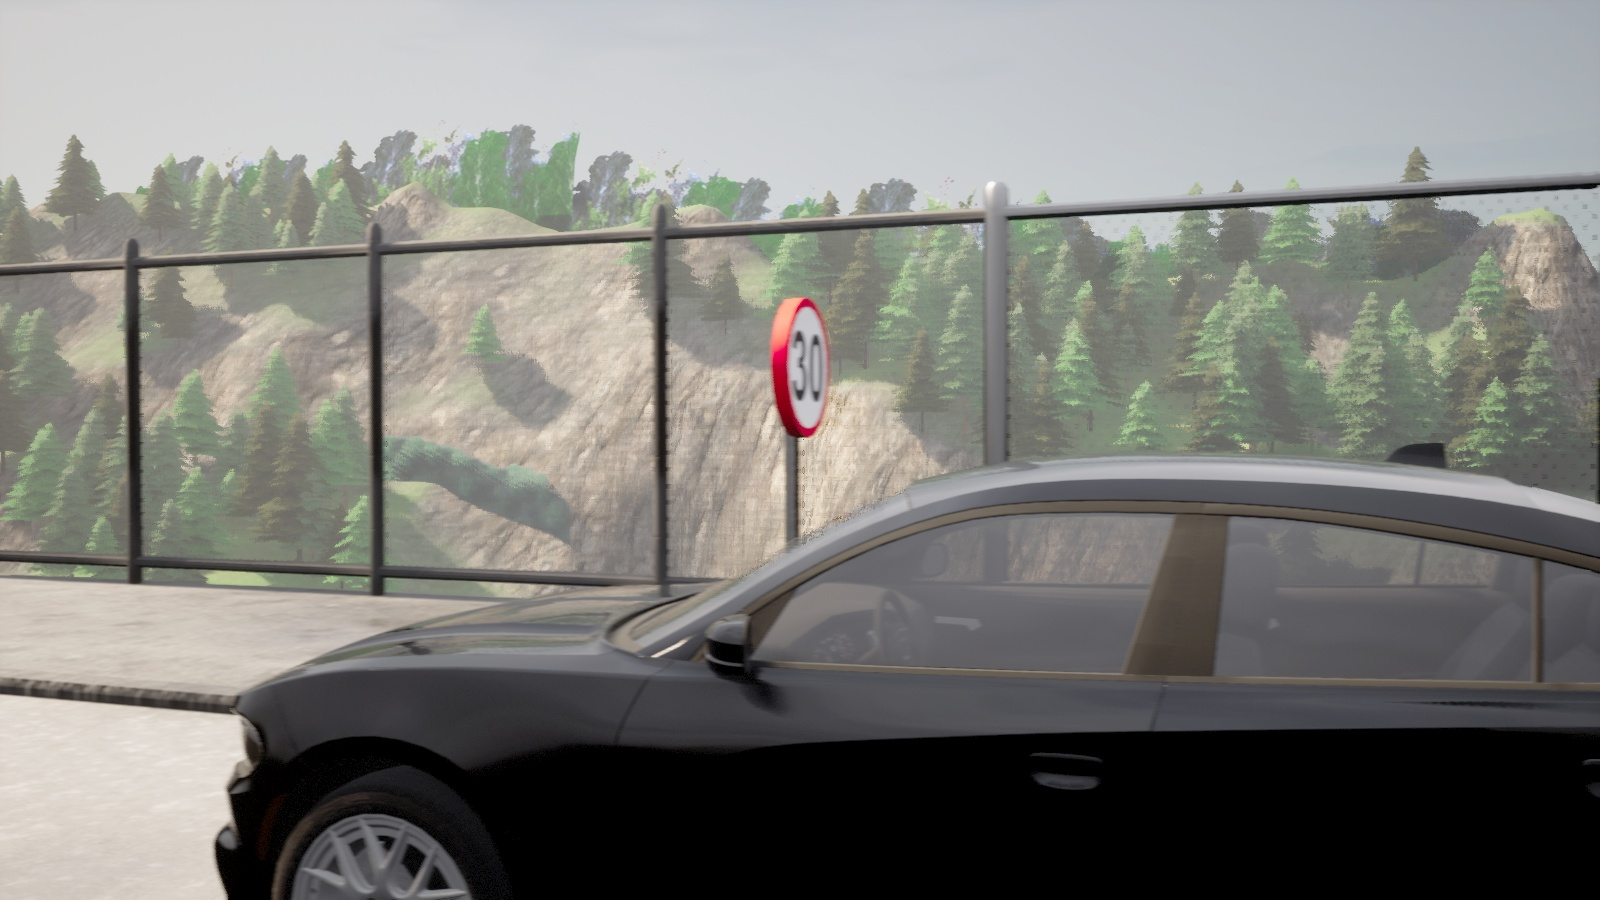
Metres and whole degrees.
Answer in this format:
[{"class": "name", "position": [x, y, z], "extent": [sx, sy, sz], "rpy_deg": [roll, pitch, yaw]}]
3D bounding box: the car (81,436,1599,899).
[{"class": "car", "position": [0.745, 0.750, 3.469], "extent": [5.008, 1.535, 1.882], "rpy_deg": [1, 1, 19]}]
